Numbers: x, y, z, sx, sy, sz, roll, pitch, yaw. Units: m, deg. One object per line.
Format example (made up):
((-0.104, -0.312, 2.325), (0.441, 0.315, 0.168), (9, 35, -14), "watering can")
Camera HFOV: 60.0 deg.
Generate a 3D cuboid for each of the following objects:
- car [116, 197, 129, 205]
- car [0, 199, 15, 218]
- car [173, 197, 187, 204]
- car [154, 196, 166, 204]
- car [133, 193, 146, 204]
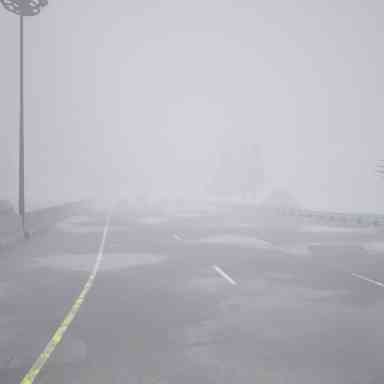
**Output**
((-12.291, 1.547, 58.907), (2.033, 1.411, 5.357), (0, 0, -15), "car")
((-15.697, 1.351, 26.272), (2.097, 1.767, 4.553), (0, 0, -13), "car")
((-2.258, 1.547, 62.003), (2.033, 1.411, 5.357), (0, 0, -12), "car")
((-6.005, 1.547, 62.673), (2.033, 1.411, 5.357), (0, 0, -12), "car")
((-10.336, 1.221, 65.878), (2.150, 2.045, 5.566), (0, 0, -13), "car")
